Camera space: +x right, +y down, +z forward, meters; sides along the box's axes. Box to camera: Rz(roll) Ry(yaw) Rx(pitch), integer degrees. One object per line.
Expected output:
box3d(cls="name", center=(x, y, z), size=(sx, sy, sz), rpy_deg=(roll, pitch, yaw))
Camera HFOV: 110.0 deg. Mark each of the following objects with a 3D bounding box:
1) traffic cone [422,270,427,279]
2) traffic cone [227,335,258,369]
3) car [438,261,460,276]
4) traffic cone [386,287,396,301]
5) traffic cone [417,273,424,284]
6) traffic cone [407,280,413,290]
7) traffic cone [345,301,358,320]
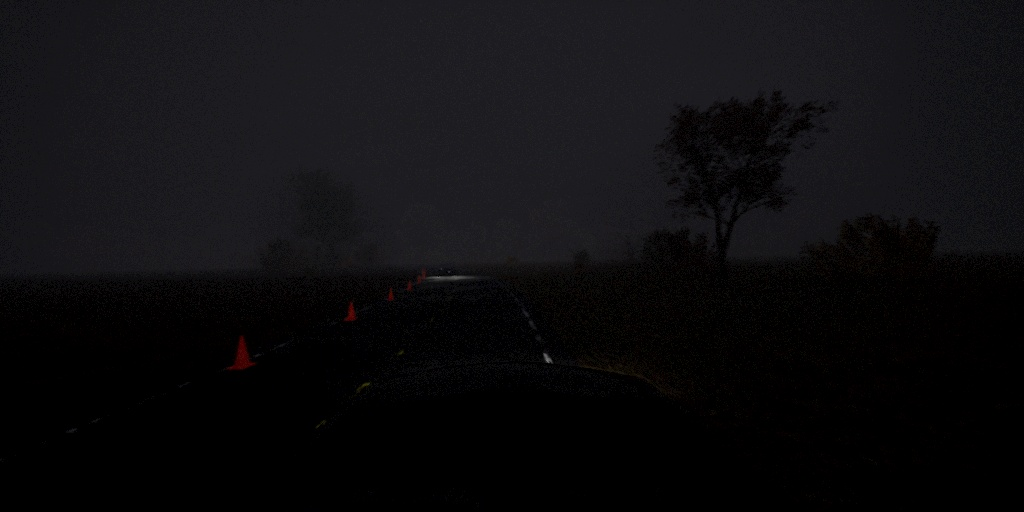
box3d(cls="traffic cone", center=(-7.667, 1.704, 31.124), size=(0.340, 0.580, 0.340), rpy_deg=(0, 0, -11))
box3d(cls="traffic cone", center=(-5.087, 1.790, 6.770), size=(0.340, 0.580, 0.340), rpy_deg=(0, 0, 4))
box3d(cls="car", center=(-6.433, 1.218, 36.004), size=(1.812, 1.442, 4.674), rpy_deg=(-1, 0, -13))
box3d(cls="traffic cone", center=(-5.581, 1.743, 16.551), size=(0.340, 0.580, 0.340), rpy_deg=(0, 0, -5))
box3d(cls="traffic cone", center=(-6.809, 1.713, 26.291), size=(0.340, 0.580, 0.340), rpy_deg=(0, 0, -9))
box3d(cls="traffic cone", center=(-6.113, 1.726, 21.431), size=(0.340, 0.580, 0.340), rpy_deg=(0, 0, -7))
box3d(cls="traffic cone", center=(-5.213, 1.764, 11.655), size=(0.340, 0.580, 0.340), rpy_deg=(0, 0, -3))
